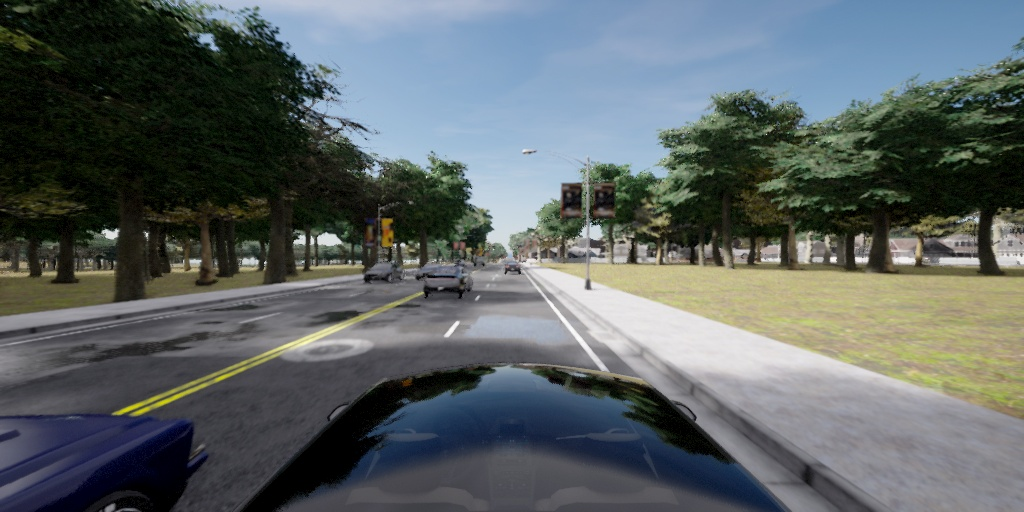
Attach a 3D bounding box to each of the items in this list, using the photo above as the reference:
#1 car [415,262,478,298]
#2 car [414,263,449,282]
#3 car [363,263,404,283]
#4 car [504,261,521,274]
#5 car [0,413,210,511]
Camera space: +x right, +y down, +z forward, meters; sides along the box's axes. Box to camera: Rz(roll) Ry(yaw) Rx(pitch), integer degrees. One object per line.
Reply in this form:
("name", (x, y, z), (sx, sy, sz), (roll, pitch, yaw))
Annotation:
("car", (-3.160, 1.250, 18.297), (2.128, 1.511, 4.902), (0, 0, 0))
("car", (-6.612, 1.346, 29.859), (1.994, 1.385, 4.181), (0, 0, 0))
("car", (-9.864, 1.282, 27.922), (1.837, 1.490, 4.892), (0, 0, 0))
("car", (0.072, 1.342, 42.323), (1.812, 1.442, 4.674), (0, 0, 0))
("car", (-3.148, 1.352, 0.443), (1.895, 1.301, 4.718), (0, 0, 0))
